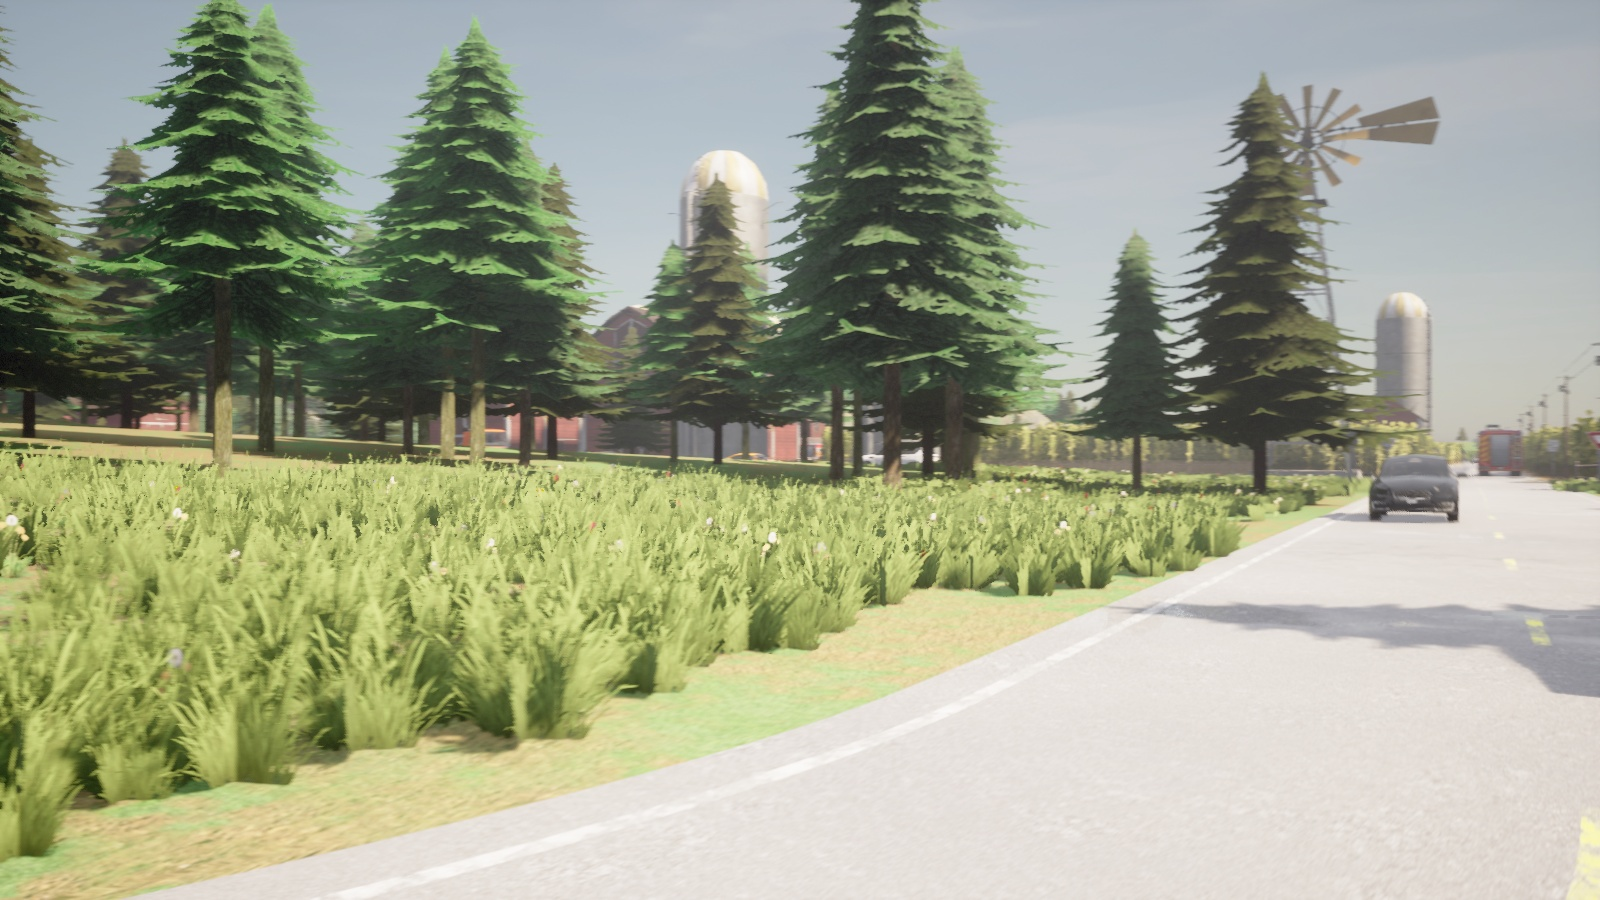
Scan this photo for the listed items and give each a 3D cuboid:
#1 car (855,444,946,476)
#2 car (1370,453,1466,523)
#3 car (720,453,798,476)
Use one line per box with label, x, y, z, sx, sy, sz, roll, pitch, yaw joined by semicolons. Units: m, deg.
car;6.634;0.655;82.944;5.566;2.045;2.150;0;0;29
car;14.574;0.826;29.477;1.837;1.490;4.892;0;0;28
car;-2.753;0.951;84.103;5.008;1.535;1.882;0;0;29
